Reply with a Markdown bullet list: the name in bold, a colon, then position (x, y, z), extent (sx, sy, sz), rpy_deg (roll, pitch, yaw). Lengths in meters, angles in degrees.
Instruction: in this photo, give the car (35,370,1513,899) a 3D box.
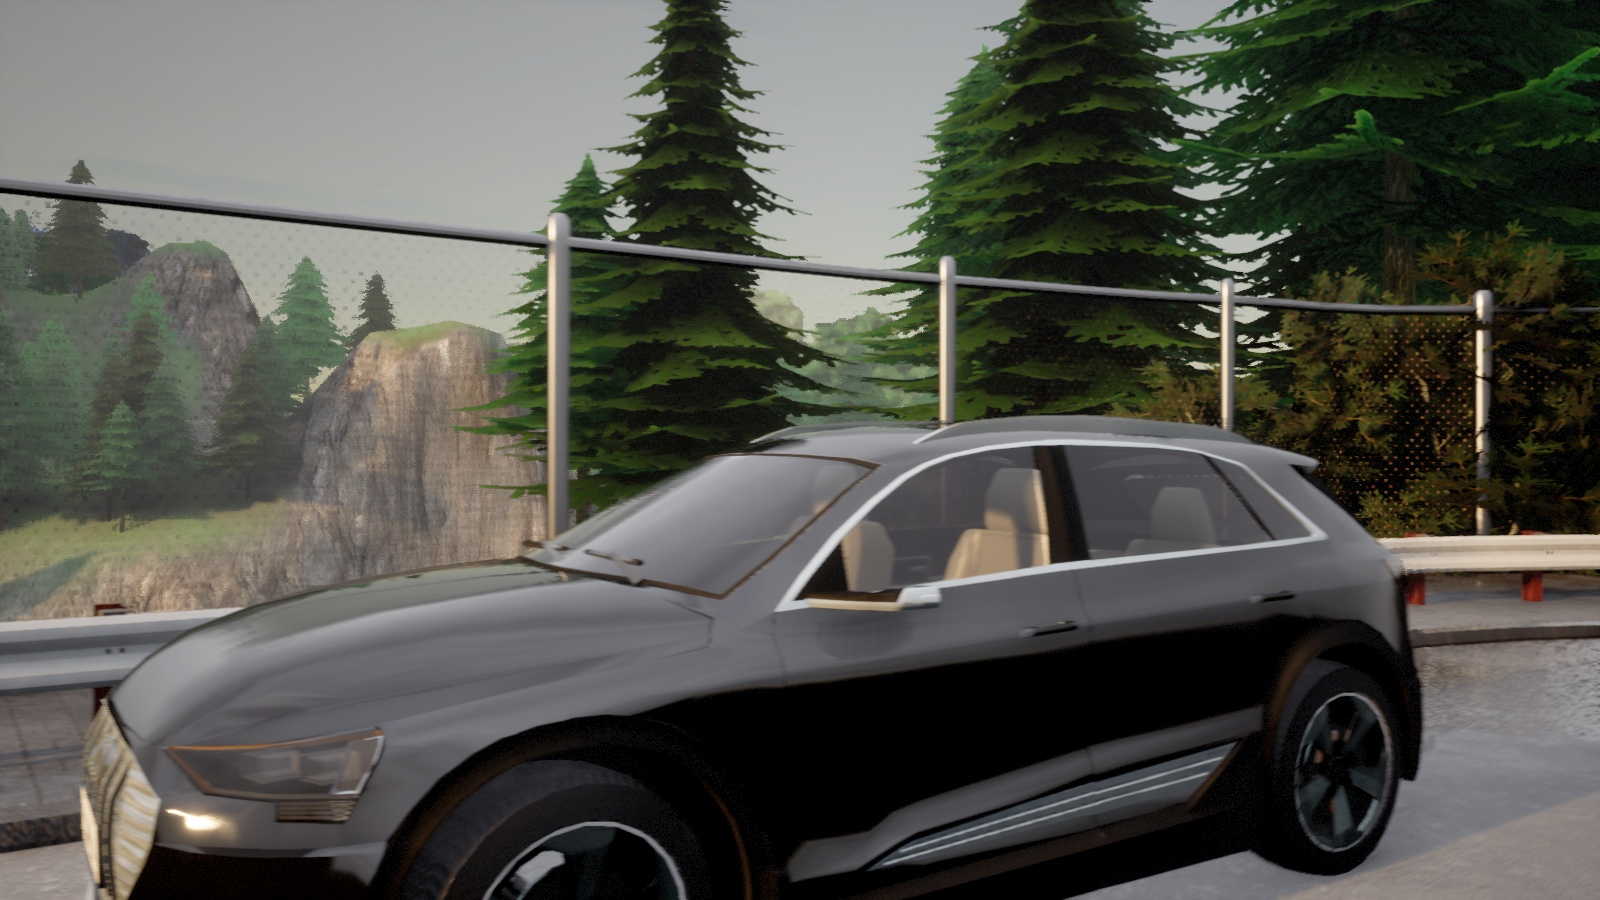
- **car**: position (0.189, 0.685, 4.420), extent (4.856, 1.649, 2.033), rpy_deg (0, 0, -33)
